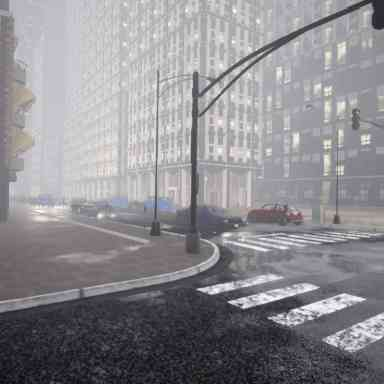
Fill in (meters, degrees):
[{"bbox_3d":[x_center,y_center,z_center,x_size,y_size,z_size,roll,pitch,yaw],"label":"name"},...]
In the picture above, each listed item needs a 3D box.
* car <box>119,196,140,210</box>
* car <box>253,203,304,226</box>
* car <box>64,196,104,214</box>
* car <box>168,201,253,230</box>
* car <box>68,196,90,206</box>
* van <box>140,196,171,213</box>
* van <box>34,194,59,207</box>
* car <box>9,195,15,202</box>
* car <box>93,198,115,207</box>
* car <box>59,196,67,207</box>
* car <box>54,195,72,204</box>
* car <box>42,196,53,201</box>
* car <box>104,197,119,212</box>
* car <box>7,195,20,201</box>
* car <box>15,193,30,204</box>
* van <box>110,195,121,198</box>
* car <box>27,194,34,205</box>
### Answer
[{"bbox_3d":[-7.174,1.584,42.378,2.008,1.369,4.403,1,-1,-35],"label":"car"},{"bbox_3d":[5.838,1.505,23.906,1.967,1.590,4.097,1,-1,-35],"label":"car"},{"bbox_3d":[-10.772,1.427,32.935,2.008,1.369,4.403,1,-1,-35],"label":"car"},{"bbox_3d":[0.959,1.498,20.781,2.033,1.411,5.357,1,-1,-35],"label":"car"},{"bbox_3d":[-18.233,1.457,53.584,2.128,1.511,4.902,1,-1,-35],"label":"car"},{"bbox_3d":[-3.918,1.382,37.761,1.690,1.788,3.998,1,-1,-35],"label":"van"},{"bbox_3d":[-20.525,1.197,46.792,1.690,1.788,3.998,1,-1,-35],"label":"van"},{"bbox_3d":[-36.791,1.397,69.881,1.947,1.339,4.313,1,-1,-35],"label":"car"},{"bbox_3d":[-13.679,1.586,51.614,1.947,1.339,4.313,1,-1,-35],"label":"car"},{"bbox_3d":[-19.384,1.436,49.836,1.812,1.442,4.674,1,-1,-35],"label":"car"},{"bbox_3d":[-24.015,1.434,61.795,1.882,1.535,5.008,1,-1,-35],"label":"car"},{"bbox_3d":[-36.446,1.570,83.941,1.802,1.307,4.206,1,-1,-35],"label":"car"},{"bbox_3d":[-10.073,1.525,36.448,1.895,1.301,4.718,1,-1,-35],"label":"car"},{"bbox_3d":[-40.043,1.378,74.499,2.008,1.369,4.403,1,-1,-35],"label":"car"},{"bbox_3d":[-30.282,1.155,60.647,2.192,1.841,5.009,1,-1,-35],"label":"car"},{"bbox_3d":[-10.422,1.368,46.998,1.690,1.788,3.998,1,-1,-35],"label":"van"},{"bbox_3d":[-23.782,1.432,51.408,1.802,1.307,4.206,1,-1,-35],"label":"car"}]
